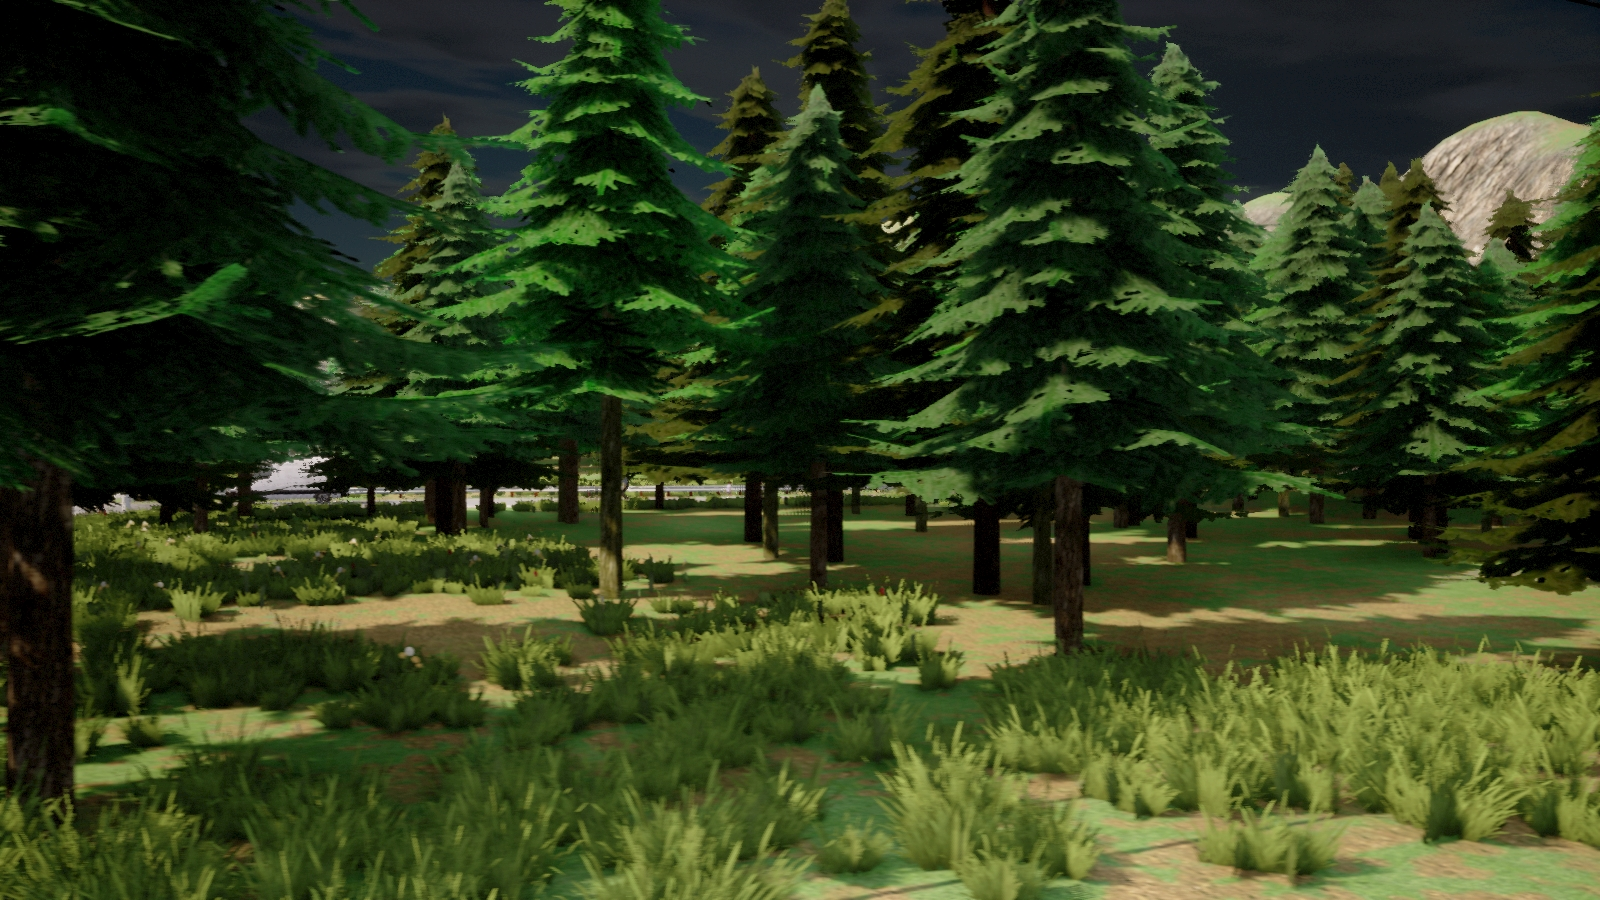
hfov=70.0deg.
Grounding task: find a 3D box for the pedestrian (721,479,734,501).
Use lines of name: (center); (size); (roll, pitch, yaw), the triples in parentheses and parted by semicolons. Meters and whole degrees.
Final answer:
pedestrian: (-3.707, 2.051, 58.781); (0.500, 1.100, 0.500); (0, 0, -29)
